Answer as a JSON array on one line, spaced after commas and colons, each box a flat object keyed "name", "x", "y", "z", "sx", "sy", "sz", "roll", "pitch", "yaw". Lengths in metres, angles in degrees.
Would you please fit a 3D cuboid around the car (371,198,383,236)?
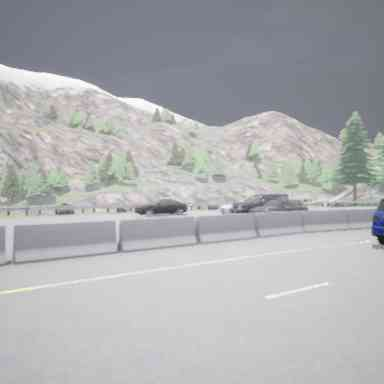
[{"name": "car", "x": 9.922, "y": 1.208, "z": 13.884, "sx": 5.566, "sy": 2.045, "sz": 2.150, "roll": 0, "pitch": 0, "yaw": -29}]

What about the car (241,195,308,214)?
[{"name": "car", "x": 6.222, "y": 1.313, "z": 24.028, "sx": 4.553, "sy": 1.767, "sz": 2.097, "roll": 0, "pitch": 0, "yaw": -28}]

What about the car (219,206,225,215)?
[{"name": "car", "x": 4.770, "y": 1.470, "z": 31.203, "sx": 4.674, "sy": 1.442, "sz": 1.812, "roll": 0, "pitch": 0, "yaw": -27}]

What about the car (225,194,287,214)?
[{"name": "car", "x": 5.878, "y": 1.174, "z": 27.855, "sx": 5.566, "sy": 2.045, "sz": 2.150, "roll": 0, "pitch": 0, "yaw": -28}]

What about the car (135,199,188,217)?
[{"name": "car", "x": -2.819, "y": 1.411, "z": 30.998, "sx": 5.008, "sy": 1.535, "sz": 1.882, "roll": 0, "pitch": 0, "yaw": -30}]

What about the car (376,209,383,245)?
[{"name": "car", "x": 6.791, "y": 1.345, "z": 7.993, "sx": 4.553, "sy": 1.767, "sz": 2.097, "roll": 0, "pitch": 0, "yaw": -32}]
